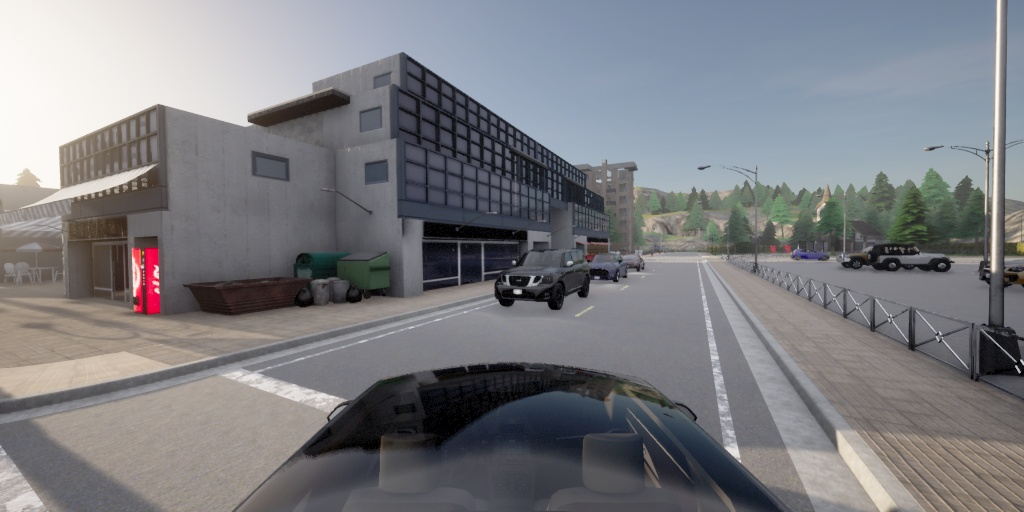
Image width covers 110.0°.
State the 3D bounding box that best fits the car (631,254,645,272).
[{"bbox_3d":[10.563,0.547,31.730,1.812,1.442,4.674,0,1,27],"label":"car"}]

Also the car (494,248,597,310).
[{"bbox_3d":[1.429,0.725,13.860,2.150,2.045,5.566,0,1,27],"label":"car"}]

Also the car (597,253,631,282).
[{"bbox_3d":[5.903,0.619,22.620,2.097,1.767,4.553,0,1,27],"label":"car"}]
